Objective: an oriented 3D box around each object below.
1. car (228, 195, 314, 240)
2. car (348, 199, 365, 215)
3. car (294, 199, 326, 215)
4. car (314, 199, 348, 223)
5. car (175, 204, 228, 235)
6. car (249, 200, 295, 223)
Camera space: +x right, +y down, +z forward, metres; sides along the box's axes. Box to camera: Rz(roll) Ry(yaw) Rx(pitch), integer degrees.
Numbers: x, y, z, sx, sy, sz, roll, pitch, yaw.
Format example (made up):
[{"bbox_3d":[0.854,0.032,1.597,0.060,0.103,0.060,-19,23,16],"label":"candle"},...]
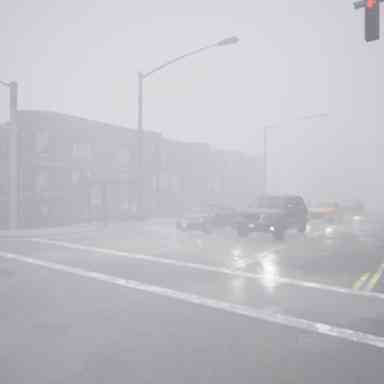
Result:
[{"bbox_3d":[4.318,1.185,17.403,2.150,2.045,5.566,0,0,36],"label":"car"},{"bbox_3d":[16.331,1.441,34.067,1.882,1.535,5.008,0,0,36],"label":"car"},{"bbox_3d":[12.289,1.508,34.462,1.994,1.385,4.181,0,0,36],"label":"car"},{"bbox_3d":[10.283,1.441,25.701,1.882,1.535,5.008,0,0,36],"label":"car"},{"bbox_3d":[1.028,1.435,18.831,2.128,1.511,4.902,0,0,36],"label":"car"},{"bbox_3d":[6.478,1.449,26.406,1.837,1.490,4.892,0,0,36],"label":"car"}]
